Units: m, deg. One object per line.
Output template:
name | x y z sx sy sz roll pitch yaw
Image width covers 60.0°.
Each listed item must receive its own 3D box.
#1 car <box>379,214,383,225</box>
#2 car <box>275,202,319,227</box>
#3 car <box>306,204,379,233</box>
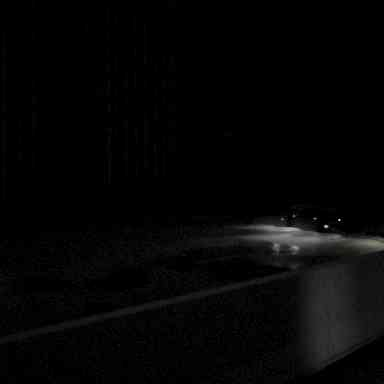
car | 11.645 1.383 16.597 5.008 1.535 1.882 0 0 -35
car | 7.594 1.430 22.306 4.674 1.442 1.812 0 0 -35
car | 8.929 1.510 18.958 4.718 1.301 1.895 0 0 -35
